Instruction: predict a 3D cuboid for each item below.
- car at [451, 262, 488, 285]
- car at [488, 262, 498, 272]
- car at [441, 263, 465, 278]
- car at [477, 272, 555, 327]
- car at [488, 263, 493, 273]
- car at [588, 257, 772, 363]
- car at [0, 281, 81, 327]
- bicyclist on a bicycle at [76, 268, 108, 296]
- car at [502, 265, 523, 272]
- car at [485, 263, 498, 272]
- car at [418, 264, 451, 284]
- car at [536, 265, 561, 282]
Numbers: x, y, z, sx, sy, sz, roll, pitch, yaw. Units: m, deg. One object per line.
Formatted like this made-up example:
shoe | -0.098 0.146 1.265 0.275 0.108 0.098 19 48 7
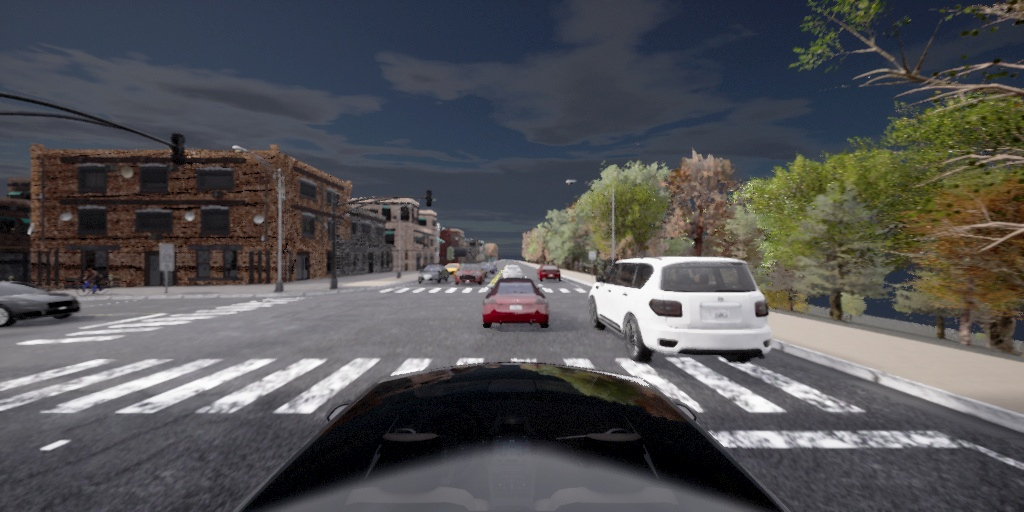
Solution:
car | -3.348 1.367 29.256 2.097 1.767 4.553 0 -1 0
car | -3.328 1.549 48.151 2.097 1.767 4.553 0 -1 0
car | -6.609 1.605 40.700 1.882 1.535 5.008 0 -1 0
car | 0.110 1.411 11.899 1.994 1.385 4.181 0 -1 0
car | -3.360 1.702 38.215 1.895 1.301 4.718 0 -1 0
car | 3.355 1.036 8.429 2.150 2.045 5.566 0 0 0
car | -18.488 1.650 12.747 4.892 1.490 1.837 -1 0 -2
bicyclist on a bicycle | -24.952 1.544 21.334 0.582 1.620 1.656 -1 0 -1
car | 0.071 1.579 33.480 1.812 1.442 4.674 0 -1 0
car | -3.323 1.821 58.323 1.812 1.442 4.674 0 -1 0
car | -6.590 1.521 30.560 2.128 1.511 4.902 0 -1 2
car | 3.335 1.526 33.135 1.882 1.535 5.008 0 -1 0
